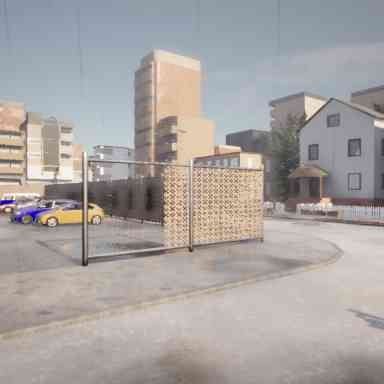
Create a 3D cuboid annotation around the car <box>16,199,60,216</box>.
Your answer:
[{"bbox_3d":[-14.816,1.413,32.028,3.633,1.501,1.845,0,0,-36],"label":"car"}]

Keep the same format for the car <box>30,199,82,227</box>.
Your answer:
[{"bbox_3d":[-7.861,1.416,21.537,4.193,1.474,1.816,0,0,-36],"label":"car"}]

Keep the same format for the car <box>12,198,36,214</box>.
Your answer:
[{"bbox_3d":[-17.871,1.402,35.318,1.789,1.547,3.705,0,0,-36],"label":"car"}]

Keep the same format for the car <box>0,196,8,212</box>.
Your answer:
[{"bbox_3d":[-17.873,1.474,35.595,5.357,1.415,2.033,0,0,-36],"label":"car"}]

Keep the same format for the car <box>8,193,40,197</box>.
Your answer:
[{"bbox_3d":[-12.595,1.242,27.326,3.866,1.878,1.905,0,0,-36],"label":"car"}]

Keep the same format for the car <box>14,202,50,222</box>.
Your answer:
[{"bbox_3d":[-12.041,1.451,25.065,2.207,1.379,1.481,0,0,-36],"label":"car"}]

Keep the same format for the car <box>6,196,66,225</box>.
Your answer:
[{"bbox_3d":[-10.305,1.348,23.688,4.611,1.667,2.242,0,0,-36],"label":"car"}]

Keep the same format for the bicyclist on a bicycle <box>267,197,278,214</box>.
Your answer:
[{"bbox_3d":[7.743,1.349,31.975,1.656,1.620,0.582,0,0,-36],"label":"bicyclist on a bicycle"}]
